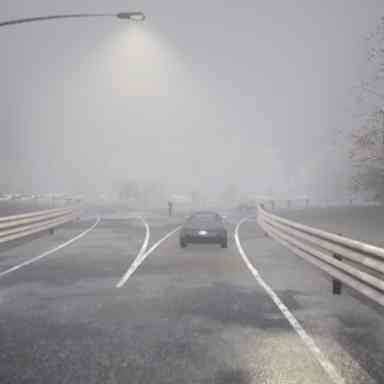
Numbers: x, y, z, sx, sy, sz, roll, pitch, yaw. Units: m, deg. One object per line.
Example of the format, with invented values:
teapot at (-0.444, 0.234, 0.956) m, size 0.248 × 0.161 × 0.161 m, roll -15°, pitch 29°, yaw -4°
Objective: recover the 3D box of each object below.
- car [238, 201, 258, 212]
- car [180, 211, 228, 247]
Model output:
car at (7.538, 1.823, 43.354) m, size 1.895 × 1.301 × 4.718 m, roll 0°, pitch -1°, yaw 26°
car at (0.611, 1.557, 14.960) m, size 1.994 × 1.385 × 4.181 m, roll 0°, pitch 0°, yaw 5°
